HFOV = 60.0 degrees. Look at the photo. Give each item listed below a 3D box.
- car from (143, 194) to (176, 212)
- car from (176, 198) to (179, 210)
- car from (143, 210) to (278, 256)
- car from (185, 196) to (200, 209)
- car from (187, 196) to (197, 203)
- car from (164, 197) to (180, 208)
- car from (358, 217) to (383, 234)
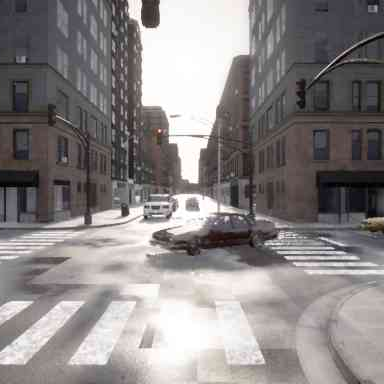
[{"bbox_3d":[-2.893,1.217,29.207,2.150,2.045,5.566,0,0,0],"label":"car"},{"bbox_3d":[-2.904,1.344,39.472,2.097,1.767,4.553,0,0,0],"label":"car"},{"bbox_3d":[1.015,1.547,13.227,5.357,1.411,2.033,0,0,-33],"label":"car"},{"bbox_3d":[0.029,1.536,44.249,2.033,1.411,5.357,0,0,0],"label":"car"},{"bbox_3d":[-0.005,1.569,70.069,1.895,1.301,4.718,0,0,0],"label":"car"},{"bbox_3d":[-2.919,1.533,49.754,2.033,1.411,5.357,0,0,0],"label":"car"},{"bbox_3d":[11.606,1.555,17.912,4.829,1.417,1.752,0,0,0],"label":"car"}]
